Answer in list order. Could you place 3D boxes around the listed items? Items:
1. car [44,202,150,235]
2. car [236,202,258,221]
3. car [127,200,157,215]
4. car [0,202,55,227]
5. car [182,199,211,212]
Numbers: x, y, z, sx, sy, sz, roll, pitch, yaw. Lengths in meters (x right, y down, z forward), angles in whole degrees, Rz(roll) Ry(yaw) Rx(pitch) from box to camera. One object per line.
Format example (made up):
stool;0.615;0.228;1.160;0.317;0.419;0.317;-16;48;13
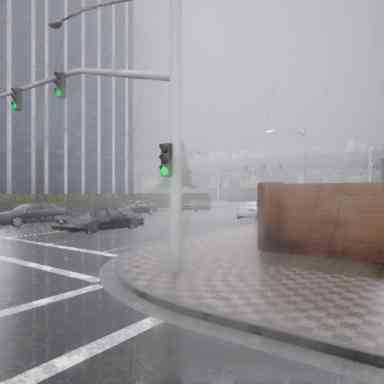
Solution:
car;-5.124;1.547;18.790;2.033;1.411;5.357;0;0;35
car;5.259;1.526;27.385;1.812;1.442;4.674;0;0;35
car;-5.298;1.492;30.968;2.128;1.511;4.902;0;0;35
car;-11.008;1.505;22.940;1.837;1.490;4.892;0;0;35
car;0.480;1.564;39.072;1.994;1.385;4.181;0;0;35
